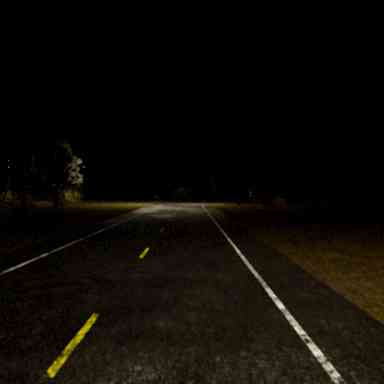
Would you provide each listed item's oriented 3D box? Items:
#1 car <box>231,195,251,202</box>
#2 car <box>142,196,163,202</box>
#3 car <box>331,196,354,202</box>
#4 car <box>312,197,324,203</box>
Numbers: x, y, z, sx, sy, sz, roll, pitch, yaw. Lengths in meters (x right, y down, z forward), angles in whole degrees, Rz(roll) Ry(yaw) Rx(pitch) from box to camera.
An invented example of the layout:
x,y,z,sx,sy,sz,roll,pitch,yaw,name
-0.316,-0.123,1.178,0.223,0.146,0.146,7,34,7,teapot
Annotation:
x,y,z,sx,sy,sz,roll,pitch,yaw,name
11.106,1.390,75.668,4.553,1.767,2.097,0,0,-2,car
-8.946,1.555,75.150,4.718,1.301,1.895,0,0,-2,car
34.468,1.609,76.358,4.892,1.490,1.837,0,0,-2,car
25.209,1.645,69.069,4.181,1.385,1.994,0,0,-2,car
